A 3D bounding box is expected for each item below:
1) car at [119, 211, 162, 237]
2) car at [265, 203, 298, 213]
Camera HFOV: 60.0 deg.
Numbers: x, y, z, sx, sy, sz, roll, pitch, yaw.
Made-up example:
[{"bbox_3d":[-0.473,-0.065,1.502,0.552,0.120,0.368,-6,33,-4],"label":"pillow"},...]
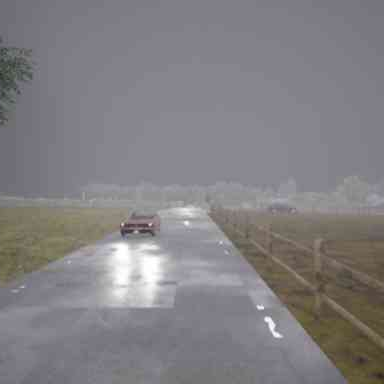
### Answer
[{"bbox_3d":[-2.854,1.775,19.275,1.895,1.301,4.718,0,-1,0],"label":"car"},{"bbox_3d":[13.914,2.492,51.604,4.892,1.490,1.837,1,-3,0],"label":"car"}]
